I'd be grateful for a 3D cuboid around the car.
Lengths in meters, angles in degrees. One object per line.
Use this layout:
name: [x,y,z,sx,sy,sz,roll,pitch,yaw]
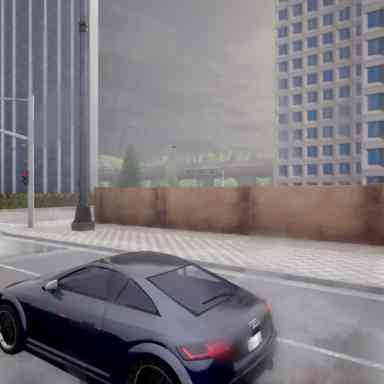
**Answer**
car: [-0.977,1.564,4.700,4.181,1.385,1.994,0,0,35]
